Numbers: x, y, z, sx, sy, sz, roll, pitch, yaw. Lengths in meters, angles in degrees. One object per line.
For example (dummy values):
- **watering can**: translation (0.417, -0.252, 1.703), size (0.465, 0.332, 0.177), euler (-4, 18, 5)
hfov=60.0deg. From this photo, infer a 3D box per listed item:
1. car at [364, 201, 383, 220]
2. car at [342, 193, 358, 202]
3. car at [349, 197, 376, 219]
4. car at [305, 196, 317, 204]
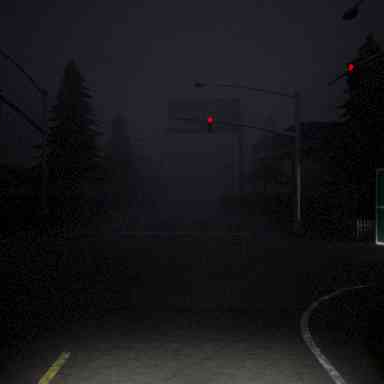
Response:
- **car**: translation (18.707, 1.672, 30.647), size (4.611, 1.667, 2.242), euler (0, 0, 0)
- **car**: translation (34.936, 1.489, 71.829), size (2.007, 1.523, 4.514), euler (0, 0, 0)
- **car**: translation (14.378, 1.504, 24.979), size (3.866, 1.878, 1.905), euler (0, 0, 0)
- **car**: translation (22.529, 1.552, 64.042), size (1.970, 1.475, 3.806), euler (0, 0, 0)
